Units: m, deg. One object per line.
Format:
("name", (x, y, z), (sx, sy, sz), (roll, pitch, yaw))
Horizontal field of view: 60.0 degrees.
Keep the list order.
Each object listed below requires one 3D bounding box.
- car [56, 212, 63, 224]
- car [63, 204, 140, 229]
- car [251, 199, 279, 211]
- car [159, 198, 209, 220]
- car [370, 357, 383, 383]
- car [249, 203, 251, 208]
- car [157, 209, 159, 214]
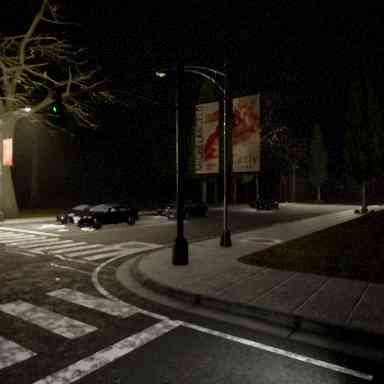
("car", (-7.862, 1.637, 24.759), (1.994, 1.385, 4.181), (0, 0, 36))
("car", (-5.650, 1.566, 22.240), (2.128, 1.511, 4.902), (0, 0, 35))
("car", (10.217, 1.741, 44.772), (1.837, 1.490, 4.892), (0, -1, 35))
("car", (-0.405, 1.474, 29.702), (2.097, 1.767, 4.553), (0, 0, 35))
("car", (3.362, 1.506, 1.277), (4.892, 1.490, 1.837), (0, 0, 36))
("car", (10.454, 1.867, 50.696), (1.895, 1.301, 4.718), (0, 0, 36))
("car", (-1.234, 1.679, 34.185), (2.033, 1.411, 5.357), (0, 0, 34))
